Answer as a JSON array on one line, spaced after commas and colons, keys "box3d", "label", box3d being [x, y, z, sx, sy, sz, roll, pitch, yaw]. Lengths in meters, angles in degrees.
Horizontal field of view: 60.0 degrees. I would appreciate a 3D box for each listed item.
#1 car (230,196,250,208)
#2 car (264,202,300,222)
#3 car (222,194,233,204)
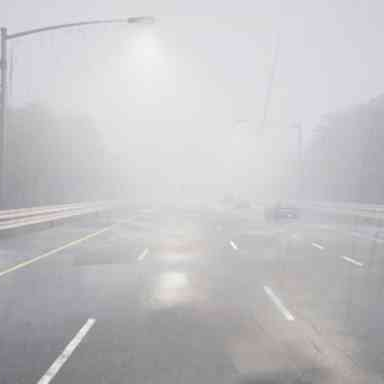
[{"box3d": [7.115, 1.631, 48.193, 1.994, 1.385, 4.181, 0, 0, 0], "label": "car"}, {"box3d": [7.030, 1.518, 26.286, 2.128, 1.511, 4.902, 0, 0, 0], "label": "car"}, {"box3d": [7.225, 1.324, 66.814, 2.150, 2.045, 5.566, 0, 0, 0], "label": "car"}]
